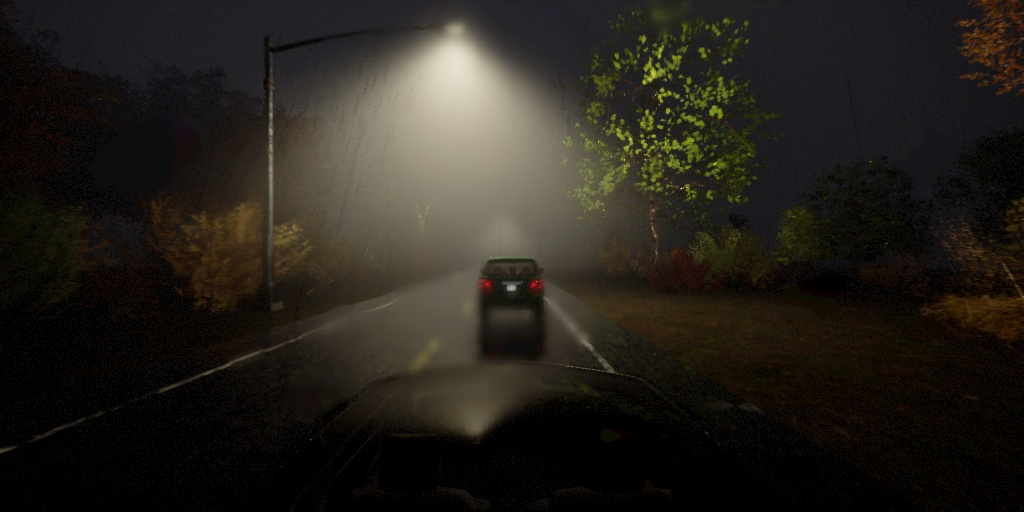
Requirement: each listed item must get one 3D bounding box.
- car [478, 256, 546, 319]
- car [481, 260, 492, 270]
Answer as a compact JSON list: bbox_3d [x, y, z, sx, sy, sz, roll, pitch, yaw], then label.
[{"bbox_3d":[0.015,1.031,13.165,2.150,2.045,5.566,0,0,1],"label":"car"},{"bbox_3d":[-4.288,1.496,60.088,1.882,1.535,5.008,0,0,-4],"label":"car"}]
